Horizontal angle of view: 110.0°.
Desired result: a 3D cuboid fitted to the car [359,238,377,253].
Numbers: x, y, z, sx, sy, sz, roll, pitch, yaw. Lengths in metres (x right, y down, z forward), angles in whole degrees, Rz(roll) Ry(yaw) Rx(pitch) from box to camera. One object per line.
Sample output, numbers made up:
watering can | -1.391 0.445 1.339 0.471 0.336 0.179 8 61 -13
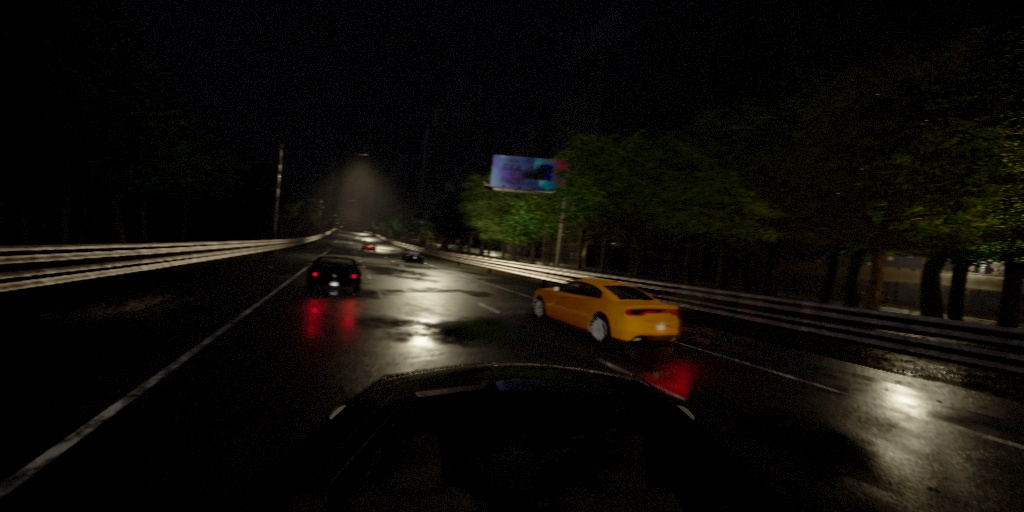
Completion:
car | -20.577 -1.358 51.644 2.163 1.488 4.792 5 1 -25

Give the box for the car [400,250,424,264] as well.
car | -11.029 0.062 39.517 1.994 1.385 4.181 5 1 -25

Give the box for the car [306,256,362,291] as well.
car | -7.499 0.657 15.318 1.895 1.301 4.718 5 1 -25

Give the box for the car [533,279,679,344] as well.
car | 2.418 1.411 10.557 1.882 1.535 5.008 5 0 -25
